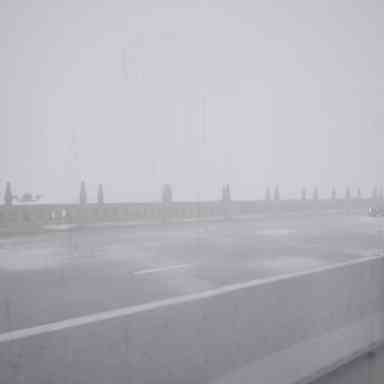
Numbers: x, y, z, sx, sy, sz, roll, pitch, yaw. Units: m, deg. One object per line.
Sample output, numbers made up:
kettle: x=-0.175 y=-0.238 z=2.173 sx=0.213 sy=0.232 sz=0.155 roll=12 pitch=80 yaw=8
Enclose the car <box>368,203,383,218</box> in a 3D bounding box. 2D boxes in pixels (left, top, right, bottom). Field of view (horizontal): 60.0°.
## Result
car: x=17.280 y=1.605 z=28.759 sx=4.718 sy=1.301 sz=1.895 roll=0 pitch=0 yaw=-34
